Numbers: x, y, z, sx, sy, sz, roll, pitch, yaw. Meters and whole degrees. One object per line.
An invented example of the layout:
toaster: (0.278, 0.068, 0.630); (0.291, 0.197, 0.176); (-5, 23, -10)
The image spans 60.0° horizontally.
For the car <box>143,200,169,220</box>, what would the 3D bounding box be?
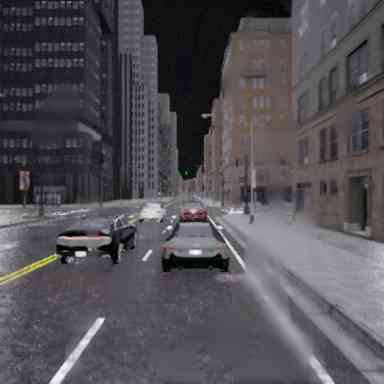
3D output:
car: (-3.134, 1.666, 27.432); (1.812, 1.442, 4.674); (0, 0, 0)

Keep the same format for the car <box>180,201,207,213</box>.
car: (0.099, 1.487, 26.353); (2.097, 1.767, 4.553); (0, 0, 0)

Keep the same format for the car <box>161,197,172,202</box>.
car: (-6.498, 2.029, 80.547); (1.895, 1.301, 4.718); (0, 0, 0)

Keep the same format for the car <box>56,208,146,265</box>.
car: (-3.150, 1.552, 11.851); (2.128, 1.511, 4.902); (0, 0, 0)

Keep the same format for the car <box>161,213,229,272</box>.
car: (0.099, 1.621, 11.071); (1.994, 1.385, 4.181); (0, 0, 0)
